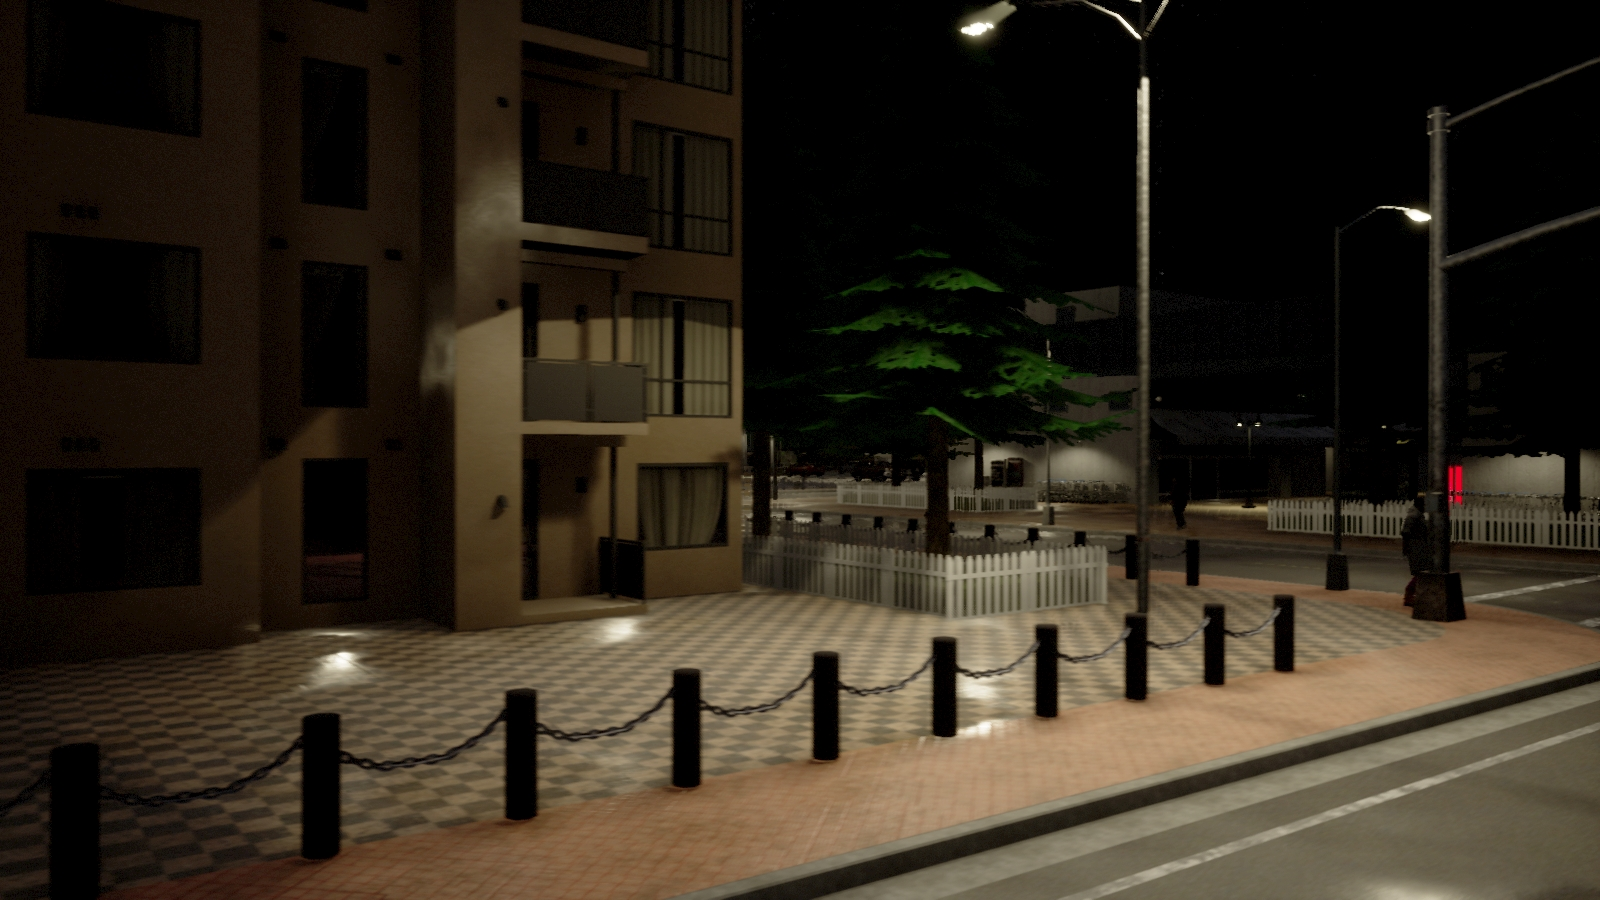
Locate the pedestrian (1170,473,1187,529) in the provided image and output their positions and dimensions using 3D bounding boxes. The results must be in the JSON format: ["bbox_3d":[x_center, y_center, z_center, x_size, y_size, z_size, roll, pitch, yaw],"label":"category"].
[{"bbox_3d":[12.620,1.692,38.064,0.375,1.860,0.375,0,0,-32],"label":"pedestrian"}]

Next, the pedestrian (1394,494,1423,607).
[{"bbox_3d":[10.302,1.691,19.354,0.375,1.860,0.375,0,0,38],"label":"pedestrian"}]
